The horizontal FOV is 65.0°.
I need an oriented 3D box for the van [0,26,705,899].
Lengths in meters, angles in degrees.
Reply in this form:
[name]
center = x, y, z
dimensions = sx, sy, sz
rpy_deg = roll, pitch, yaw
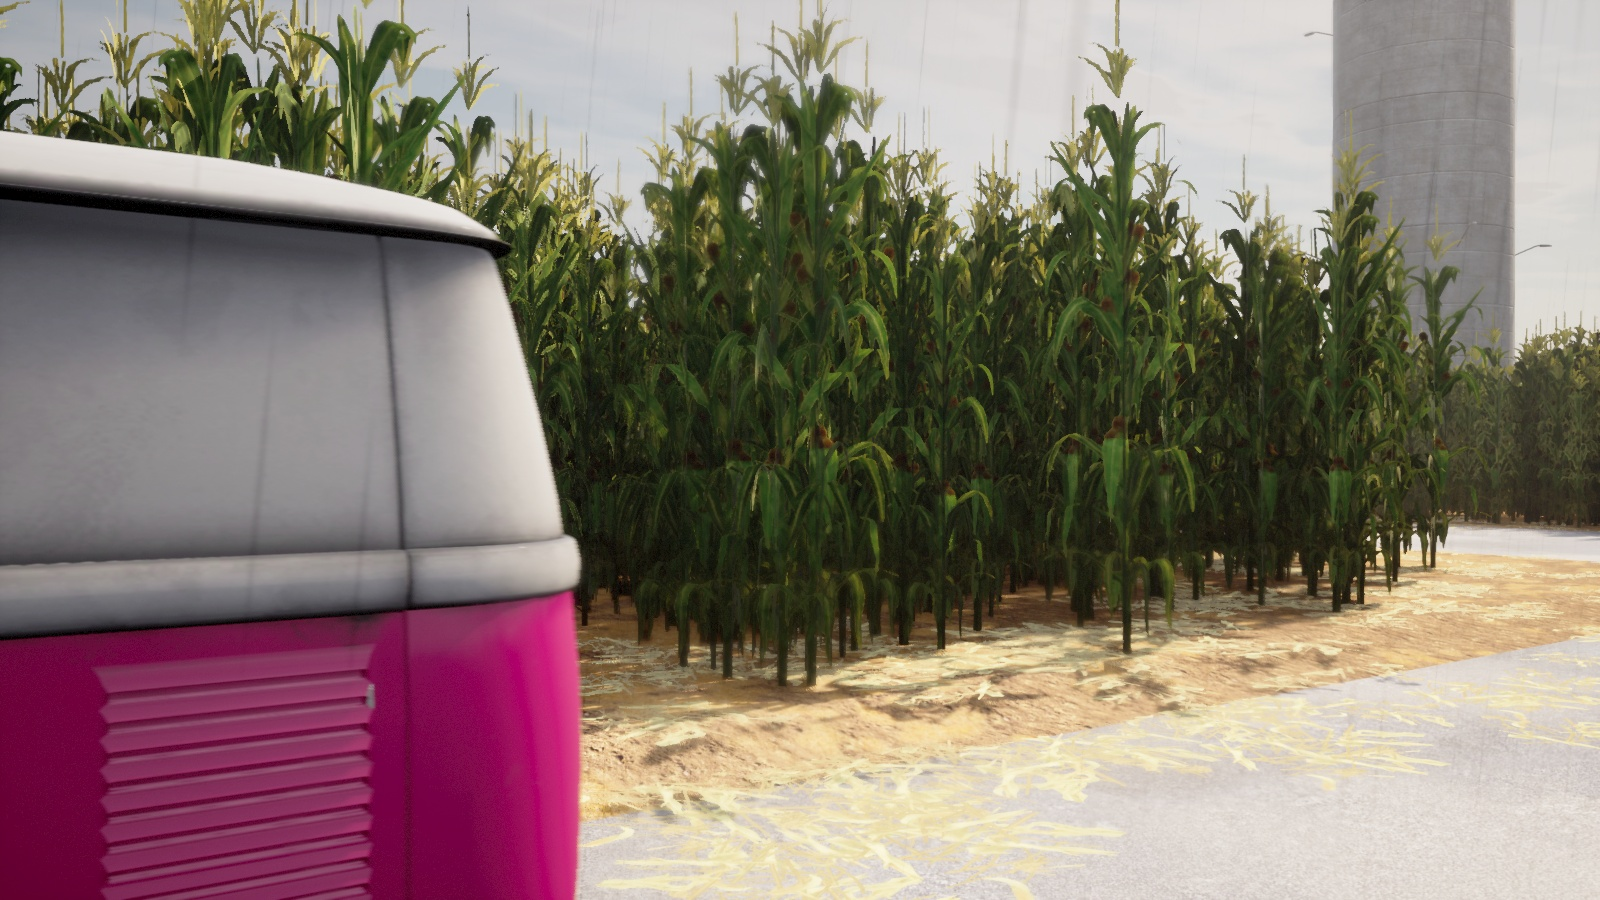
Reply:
[van]
center = -2.481, 0.506, 1.446
dimensions = 4.442, 1.987, 1.775
rpy_deg = 0, 0, -35
